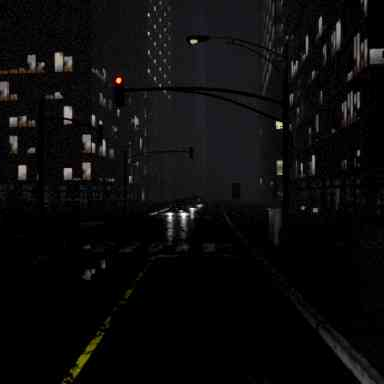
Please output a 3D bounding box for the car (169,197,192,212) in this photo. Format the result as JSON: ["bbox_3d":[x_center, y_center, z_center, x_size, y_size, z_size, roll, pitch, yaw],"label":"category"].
[{"bbox_3d":[-1.448,1.499,37.854,1.812,1.442,4.674,0,0,5],"label":"car"}]

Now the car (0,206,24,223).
[{"bbox_3d":[-16.444,1.854,28.063,4.403,1.369,2.008,-1,1,10],"label":"car"}]

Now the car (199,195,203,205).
[{"bbox_3d":[0.684,1.288,58.604,2.097,1.767,4.553,0,0,7],"label":"car"}]

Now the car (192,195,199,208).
[{"bbox_3d":[-0.521,1.484,47.956,1.812,1.442,4.674,0,0,5],"label":"car"}]
